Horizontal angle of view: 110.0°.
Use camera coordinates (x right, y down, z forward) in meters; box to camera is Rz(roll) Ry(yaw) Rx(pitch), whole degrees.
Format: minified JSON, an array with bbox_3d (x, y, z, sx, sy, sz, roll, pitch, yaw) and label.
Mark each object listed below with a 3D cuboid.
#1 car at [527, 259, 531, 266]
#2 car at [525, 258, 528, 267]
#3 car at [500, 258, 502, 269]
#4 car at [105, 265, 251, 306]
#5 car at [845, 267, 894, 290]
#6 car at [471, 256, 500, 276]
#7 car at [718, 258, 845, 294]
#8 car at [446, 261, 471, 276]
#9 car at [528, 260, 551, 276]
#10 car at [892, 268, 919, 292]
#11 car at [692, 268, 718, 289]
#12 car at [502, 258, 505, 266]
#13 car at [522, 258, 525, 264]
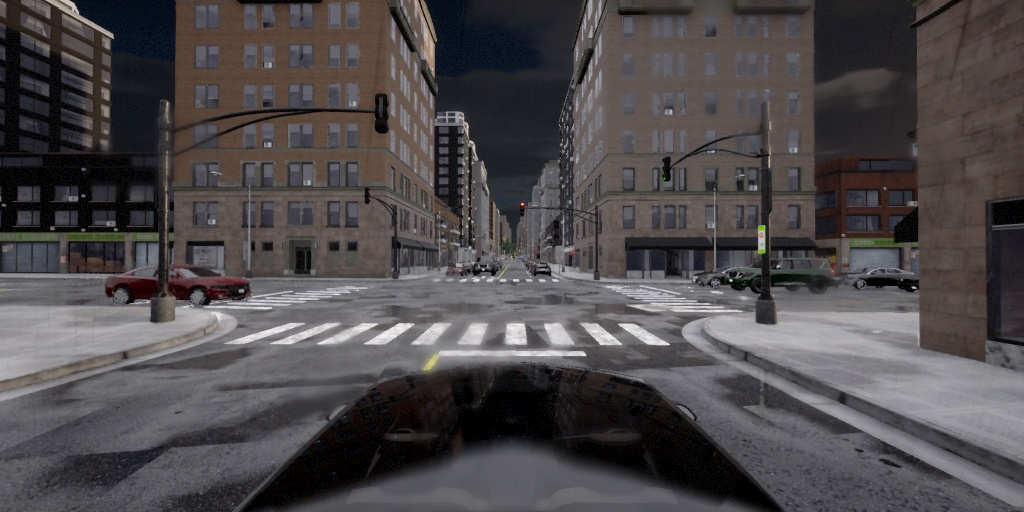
[{"bbox_3d":[3.040,1.300,41.779,1.888,1.381,4.507,0,0,1],"label":"car"},{"bbox_3d":[3.108,1.306,47.310,2.007,1.370,4.403,0,0,1],"label":"car"},{"bbox_3d":[-2.653,1.261,47.945,1.837,1.490,4.892,0,0,1],"label":"car"},{"bbox_3d":[-13.152,1.091,14.295,5.008,1.535,1.882,0,-1,4],"label":"car"},{"bbox_3d":[24.233,1.465,24.215,4.902,1.511,2.128,0,-1,0],"label":"car"},{"bbox_3d":[-2.777,0.979,37.857,2.150,2.045,5.566,0,0,1],"label":"car"},{"bbox_3d":[15.618,1.107,21.026,5.566,2.045,2.150,0,-1,0],"label":"car"},{"bbox_3d":[-5.554,1.338,36.351,1.802,1.307,4.207,0,0,1],"label":"car"},{"bbox_3d":[2.971,1.321,36.249,1.948,1.339,4.313,0,0,1],"label":"car"},{"bbox_3d":[25.720,1.552,20.959,4.718,1.301,1.895,0,-1,0],"label":"car"},{"bbox_3d":[14.829,1.403,24.274,4.902,1.511,2.128,0,-1,2],"label":"car"},{"bbox_3d":[-2.515,1.357,58.201,1.895,1.301,4.718,0,0,1],"label":"car"},{"bbox_3d":[3.314,1.320,63.901,1.948,1.339,4.313,0,0,1],"label":"car"}]
